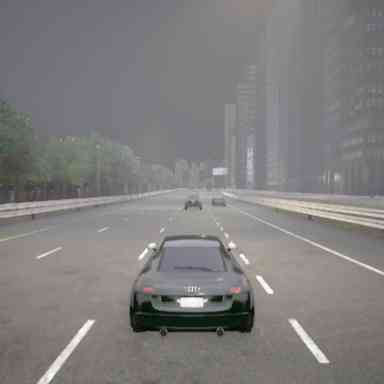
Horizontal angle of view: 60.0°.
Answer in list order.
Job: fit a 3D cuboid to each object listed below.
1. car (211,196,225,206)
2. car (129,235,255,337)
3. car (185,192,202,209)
[{"bbox_3d":[3.827,1.302,48.840,2.128,1.511,4.902,0,0,1],"label":"car"},{"bbox_3d":[0.001,1.561,6.813,1.994,1.385,4.181,0,0,0],"label":"car"},{"bbox_3d":[0.171,1.197,42.432,2.097,1.767,4.553,0,0,0],"label":"car"}]
